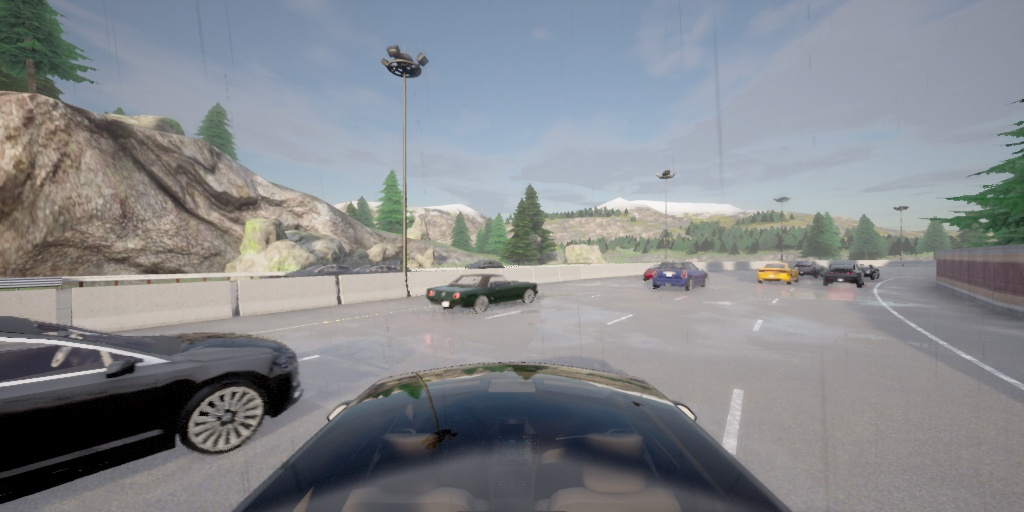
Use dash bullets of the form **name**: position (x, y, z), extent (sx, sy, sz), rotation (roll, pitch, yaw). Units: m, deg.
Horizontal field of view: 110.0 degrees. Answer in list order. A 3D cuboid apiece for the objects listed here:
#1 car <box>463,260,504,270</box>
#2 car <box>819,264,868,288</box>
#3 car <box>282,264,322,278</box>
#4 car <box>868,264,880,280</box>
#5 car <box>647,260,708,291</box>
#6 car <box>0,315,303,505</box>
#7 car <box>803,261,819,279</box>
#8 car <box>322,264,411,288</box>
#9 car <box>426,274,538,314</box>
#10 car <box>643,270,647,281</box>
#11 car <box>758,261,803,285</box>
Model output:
- **car**: position (-3.039, 1.255, 38.658), extent (1.837, 1.490, 4.892), rotation (0, 0, 44)
- **car**: position (22.399, 1.255, 24.182), extent (4.892, 1.490, 1.837), rotation (0, 0, -43)
- **car**: position (-11.917, 1.241, 22.905), extent (2.128, 1.511, 4.902), rotation (0, 0, 38)
- **car**: position (30.309, 1.351, 31.050), extent (4.718, 1.301, 1.895), rotation (0, 0, -39)
- **car**: position (10.407, 1.103, 22.028), extent (2.097, 1.767, 4.553), rotation (0, 0, 42)
- **car**: position (-4.406, 1.241, 2.851), extent (2.128, 1.511, 4.902), rotation (0, 0, 32)
- **car**: position (27.545, 1.241, 33.294), extent (4.902, 1.511, 2.128), rotation (0, 0, -39)
- **car**: position (-8.391, 1.241, 21.767), extent (2.128, 1.511, 4.902), rotation (0, 0, 38)
- **car**: position (-0.925, 1.351, 13.993), extent (1.895, 1.301, 4.718), rotation (0, 0, 37)
- **car**: position (12.389, 1.313, 29.122), extent (1.994, 1.385, 4.181), rotation (0, 0, 45)
- **car**: position (19.637, 1.228, 26.382), extent (5.008, 1.535, 1.882), rotation (0, 0, -44)
